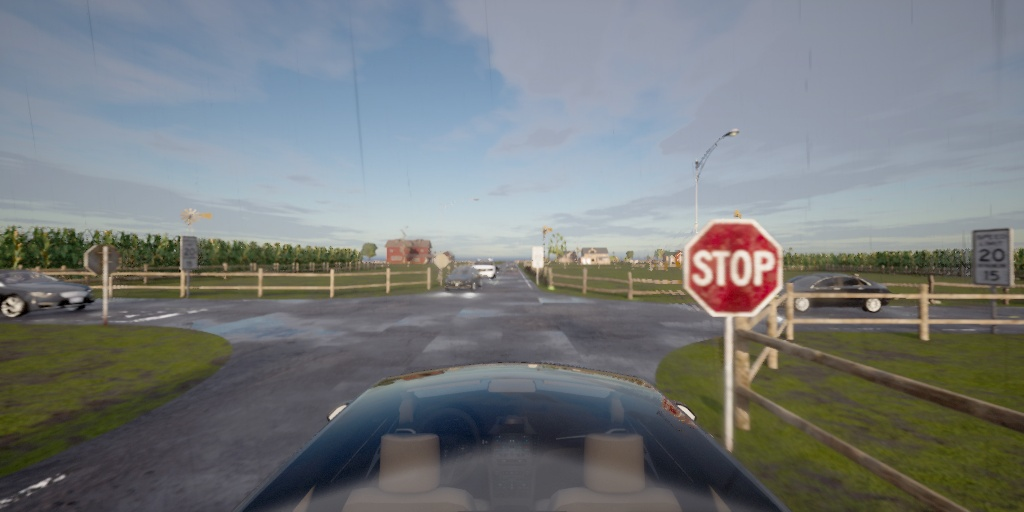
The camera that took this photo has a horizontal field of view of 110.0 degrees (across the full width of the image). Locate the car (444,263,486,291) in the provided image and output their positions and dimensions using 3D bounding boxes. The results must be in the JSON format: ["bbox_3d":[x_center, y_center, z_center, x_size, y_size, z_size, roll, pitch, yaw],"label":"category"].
[{"bbox_3d":[-3.166,1.492,24.061,1.837,1.490,4.892,0,0,4],"label":"car"}]

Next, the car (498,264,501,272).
[{"bbox_3d":[-2.825,1.963,58.936,1.895,1.301,4.718,0,-1,1],"label":"car"}]

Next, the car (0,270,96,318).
[{"bbox_3d":[-17.470,1.234,12.392,4.902,1.511,2.128,0,0,0],"label":"car"}]

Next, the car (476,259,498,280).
[{"bbox_3d":[-2.866,1.348,37.262,2.150,2.045,5.566,0,0,0],"label":"car"}]

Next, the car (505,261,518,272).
[{"bbox_3d":[-0.026,1.857,59.263,2.128,1.511,4.902,0,-1,0],"label":"car"}]

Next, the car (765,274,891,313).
[{"bbox_3d":[12.854,1.510,15.020,4.892,1.490,1.837,0,0,-1],"label":"car"}]
